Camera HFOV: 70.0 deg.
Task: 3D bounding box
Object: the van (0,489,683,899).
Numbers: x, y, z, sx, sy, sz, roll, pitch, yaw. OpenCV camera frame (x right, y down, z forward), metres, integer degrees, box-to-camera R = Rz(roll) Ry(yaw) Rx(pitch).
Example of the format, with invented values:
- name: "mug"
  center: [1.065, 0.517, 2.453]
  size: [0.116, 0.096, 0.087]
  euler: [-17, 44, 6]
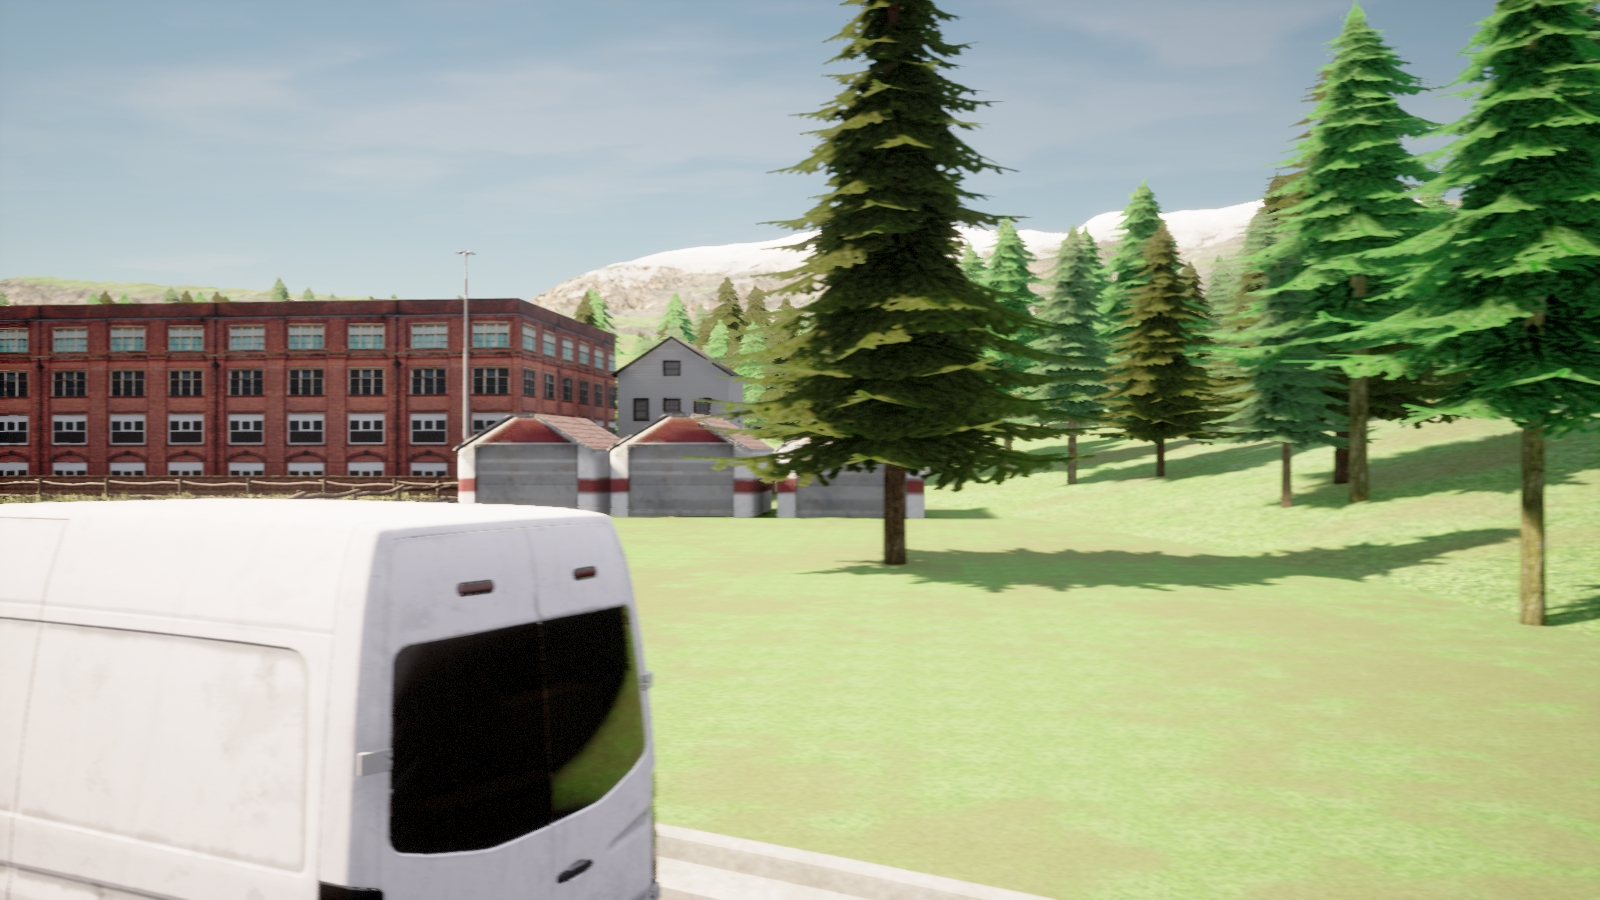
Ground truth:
- name: "van"
  center: [-3.665, 1.538, 5.898]
  size: [5.915, 2.561, 1.988]
  euler: [0, -1, 26]
